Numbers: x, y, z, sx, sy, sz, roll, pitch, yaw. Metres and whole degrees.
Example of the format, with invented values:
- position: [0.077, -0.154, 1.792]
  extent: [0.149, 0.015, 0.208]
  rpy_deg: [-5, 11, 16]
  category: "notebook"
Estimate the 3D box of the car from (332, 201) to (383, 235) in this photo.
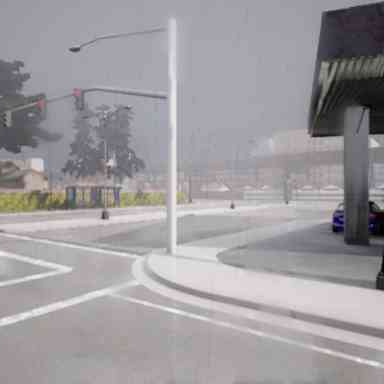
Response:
- position: [9.112, 1.294, 17.968]
  extent: [2.242, 1.667, 4.611]
  rpy_deg: [0, 0, 37]
  category: "car"
